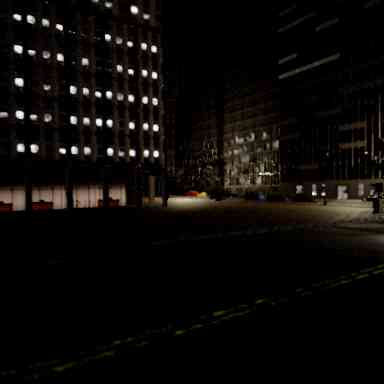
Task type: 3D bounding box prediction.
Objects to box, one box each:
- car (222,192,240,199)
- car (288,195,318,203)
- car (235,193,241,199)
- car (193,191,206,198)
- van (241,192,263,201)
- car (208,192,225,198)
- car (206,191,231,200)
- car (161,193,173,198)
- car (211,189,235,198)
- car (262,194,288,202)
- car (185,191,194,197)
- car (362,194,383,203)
[{"bbox_3d":[9.322,0.821,80.113,2.008,1.369,4.403,-1,1,-34],"label":"car"},{"bbox_3d":[17.831,1.128,52.638,1.802,1.307,4.206,-1,1,-34],"label":"car"},{"bbox_3d":[12.303,0.813,75.642,1.752,1.417,4.829,-1,1,-34],"label":"car"},{"bbox_3d":[3.074,0.757,89.478,1.752,1.417,4.829,-1,1,-34],"label":"car"},{"bbox_3d":[11.666,0.855,61.872,1.690,1.788,3.998,-1,1,-34],"label":"van"},{"bbox_3d":[6.245,0.796,84.725,1.887,1.381,4.507,-1,1,-34],"label":"car"},{"bbox_3d":[5.602,1.006,70.970,1.752,1.417,4.829,-1,1,-34],"label":"car"},{"bbox_3d":[-6.814,0.949,89.585,1.887,1.381,4.507,-1,1,-34],"label":"car"},{"bbox_3d":[6.409,0.249,74.609,2.150,2.045,5.566,-2,1,-34],"label":"car"},{"bbox_3d":[14.750,1.112,57.257,1.802,1.307,4.206,-1,1,-34],"label":"car"},{"bbox_3d":[0.089,0.528,93.946,2.192,1.841,5.009,-1,1,-34],"label":"car"},{"bbox_3d":[28.486,0.940,51.237,1.947,1.339,4.313,-1,1,-34],"label":"car"}]
